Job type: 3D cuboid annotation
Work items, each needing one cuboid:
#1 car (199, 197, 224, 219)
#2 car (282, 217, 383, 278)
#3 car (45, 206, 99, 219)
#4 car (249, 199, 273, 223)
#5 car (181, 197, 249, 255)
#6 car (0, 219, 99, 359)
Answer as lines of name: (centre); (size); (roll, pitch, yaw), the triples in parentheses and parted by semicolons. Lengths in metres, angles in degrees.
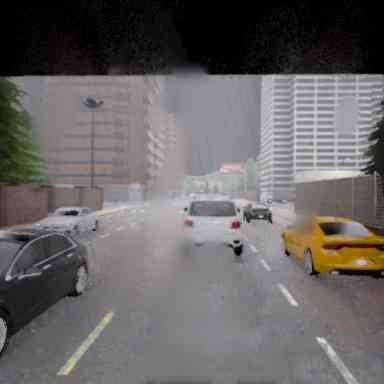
car: (1.732, 1.348, 29.855); (2.097, 1.767, 4.553); (0, 0, 3)
car: (4.154, 1.505, 10.357); (1.882, 1.535, 5.008); (0, 0, 3)
car: (-6.189, 1.465, 17.073); (1.812, 1.442, 4.674); (0, 0, 3)
car: (4.990, 1.550, 25.682); (1.812, 1.442, 4.674); (0, 0, 3)
car: (0.813, 1.221, 13.543); (2.150, 2.045, 5.566); (0, 0, 3)
car: (-3.332, 1.474, 5.750); (1.837, 1.490, 4.892); (0, 0, 3)
